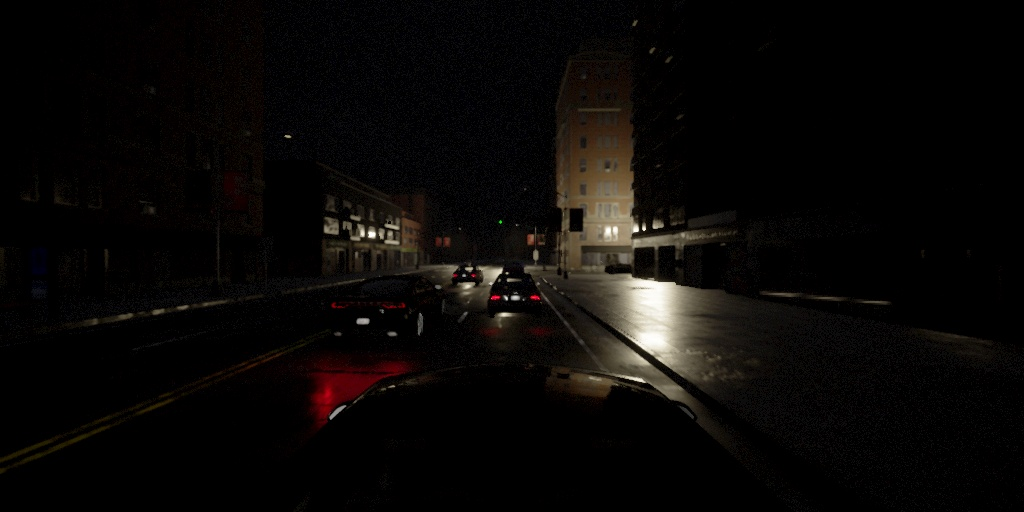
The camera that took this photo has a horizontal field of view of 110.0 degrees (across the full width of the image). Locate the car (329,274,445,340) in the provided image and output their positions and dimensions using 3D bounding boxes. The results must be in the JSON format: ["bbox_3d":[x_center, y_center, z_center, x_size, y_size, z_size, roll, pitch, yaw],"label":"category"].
[{"bbox_3d":[-3.150,1.249,10.059,1.882,1.535,5.008,0,0,0],"label":"car"}]

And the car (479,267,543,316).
[{"bbox_3d":[0.101,1.327,13.408,2.033,1.411,5.357,0,0,0],"label":"car"}]

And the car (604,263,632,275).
[{"bbox_3d":[12.393,1.437,39.670,4.313,1.339,1.948,0,0,0],"label":"car"}]

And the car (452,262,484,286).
[{"bbox_3d":[-3.153,1.361,26.107,2.033,1.411,5.357,0,0,0],"label":"car"}]

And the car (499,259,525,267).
[{"bbox_3d":[0.099,1.305,30.806,1.882,1.535,5.008,0,0,0],"label":"car"}]
